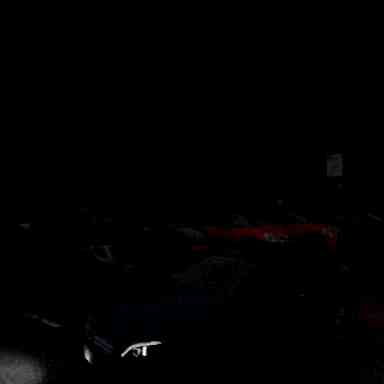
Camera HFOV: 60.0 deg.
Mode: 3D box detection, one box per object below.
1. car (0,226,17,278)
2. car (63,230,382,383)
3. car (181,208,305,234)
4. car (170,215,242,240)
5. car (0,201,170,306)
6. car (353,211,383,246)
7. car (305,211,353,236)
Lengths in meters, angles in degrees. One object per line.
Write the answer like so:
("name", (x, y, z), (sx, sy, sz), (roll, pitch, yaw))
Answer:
("car", (-5.876, 1.468, 6.550), (5.366, 1.575, 1.946), (-1, -1, 35))
("car", (0.752, 1.563, 5.036), (4.674, 1.442, 1.812), (1, 0, -35))
("car", (1.312, 1.447, 11.856), (4.553, 1.767, 2.185), (-1, -2, 35))
("car", (-1.119, 1.578, 10.102), (4.674, 1.452, 2.002), (-1, -1, 35))
("car", (-3.548, 1.254, 8.385), (5.566, 2.045, 2.435), (-1, -2, 35))
("car", (6.268, 1.671, 15.273), (4.792, 1.488, 2.163), (-1, -2, 35))
("car", (3.767, 1.481, 13.584), (4.553, 1.767, 2.185), (-1, -2, 35))
